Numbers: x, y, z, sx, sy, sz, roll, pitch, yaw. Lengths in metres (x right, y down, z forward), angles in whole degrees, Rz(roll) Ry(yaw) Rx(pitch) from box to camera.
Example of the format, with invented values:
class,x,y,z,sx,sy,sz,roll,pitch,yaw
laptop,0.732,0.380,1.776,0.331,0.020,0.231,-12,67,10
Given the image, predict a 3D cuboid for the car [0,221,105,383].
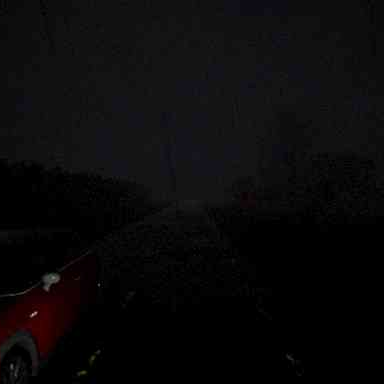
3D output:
class,x,y,z,sx,sy,sz,roll,pitch,yaw
car,-2.750,1.385,4.623,2.097,1.767,4.553,0,0,0
